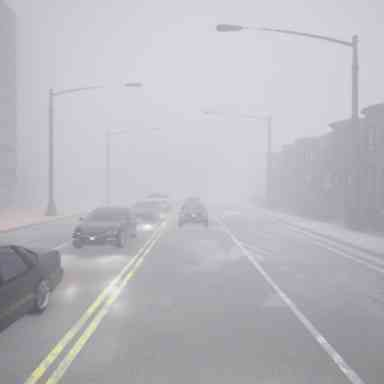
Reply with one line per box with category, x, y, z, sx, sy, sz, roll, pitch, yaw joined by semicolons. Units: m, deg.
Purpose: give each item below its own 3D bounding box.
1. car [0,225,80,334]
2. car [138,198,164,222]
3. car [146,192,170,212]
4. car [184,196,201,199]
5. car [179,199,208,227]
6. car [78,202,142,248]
car;-3.597;1.515;4.771;2.033;1.411;5.357;0;0;0
car;-3.503;1.385;24.704;2.033;1.411;5.357;0;0;0
car;-3.504;0.991;35.064;2.150;2.045;5.566;0;0;0
car;0.058;1.198;42.684;1.882;1.535;5.008;0;0;0
car;0.097;1.404;21.723;2.033;1.411;5.357;0;0;0
car;-3.569;1.410;14.380;1.837;1.490;4.892;0;0;0
